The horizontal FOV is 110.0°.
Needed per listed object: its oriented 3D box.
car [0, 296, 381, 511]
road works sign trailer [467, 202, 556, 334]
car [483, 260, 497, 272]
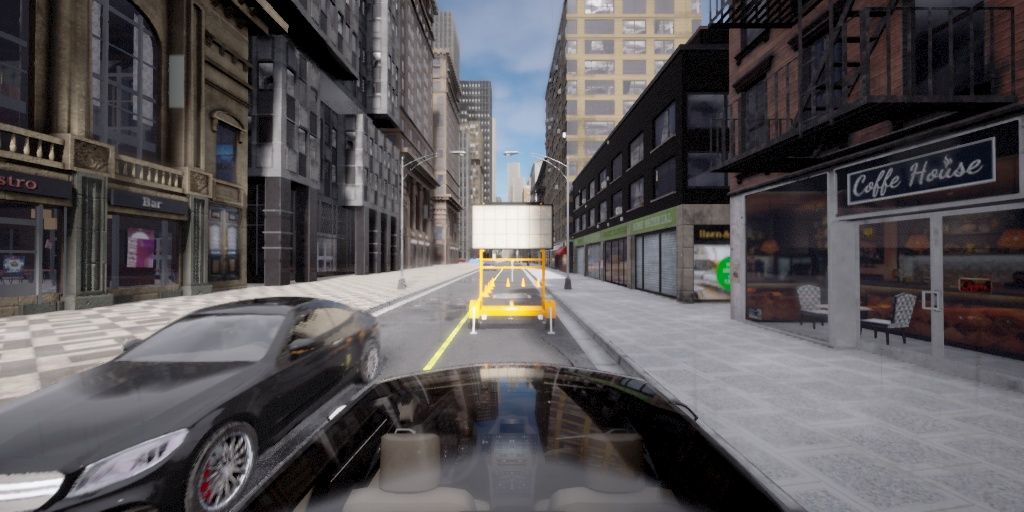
[{"bbox_3d":[-3.099,1.276,4.326,1.812,1.442,4.674,0,0,0],"label":"car"},{"bbox_3d":[0.011,0.216,10.613,2.380,3.560,2.880,0,0,0],"label":"road works sign trailer"},{"bbox_3d":[-3.065,1.331,48.366,1.812,1.442,4.674,0,0,0],"label":"car"}]
